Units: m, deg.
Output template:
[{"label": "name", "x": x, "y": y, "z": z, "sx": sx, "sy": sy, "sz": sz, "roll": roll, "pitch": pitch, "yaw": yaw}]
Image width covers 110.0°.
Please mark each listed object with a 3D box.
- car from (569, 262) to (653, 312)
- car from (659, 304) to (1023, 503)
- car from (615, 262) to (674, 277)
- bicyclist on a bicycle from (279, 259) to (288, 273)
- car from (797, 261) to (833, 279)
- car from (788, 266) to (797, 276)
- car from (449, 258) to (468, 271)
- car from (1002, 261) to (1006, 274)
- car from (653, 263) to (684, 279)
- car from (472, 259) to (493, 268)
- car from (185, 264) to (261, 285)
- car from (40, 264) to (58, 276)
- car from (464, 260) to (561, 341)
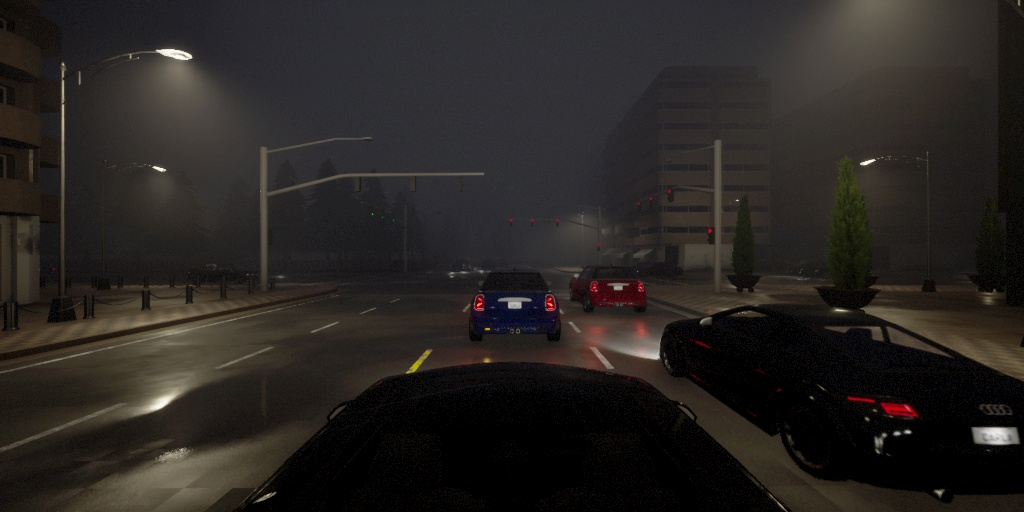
[{"label": "car", "x": 3.598, "y": 1.102, "z": 14.242, "sx": 2.097, "sy": 1.767, "sz": 4.553, "roll": 0, "pitch": 0, "yaw": 0}, {"label": "car", "x": 3.606, "y": 1.314, "z": 4.687, "sx": 1.994, "sy": 1.385, "sz": 4.181, "roll": 0, "pitch": 0, "yaw": 0}, {"label": "car", "x": 13.478, "y": 1.353, "z": 36.772, "sx": 5.357, "sy": 1.411, "sz": 2.033, "roll": 0, "pitch": 0, "yaw": 3}, {"label": "bicyclist on a bicycle", "x": -25.635, "y": 1.106, "z": 40.208, "sx": 0.582, "sy": 1.620, "sz": 1.656, "roll": 0, "pitch": 0, "yaw": 0}, {"label": "car", "x": 29.882, "y": 1.283, "z": 33.171, "sx": 5.008, "sy": 1.535, "sz": 1.882, "roll": 0, "pitch": 0, "yaw": 0}, {"label": "car", "x": 31.027, "y": 1.310, "z": 36.676, "sx": 4.892, "sy": 1.490, "sz": 1.837, "roll": 0, "pitch": 0, "yaw": 0}, {"label": "car", "x": -6.924, "y": 1.103, "z": 47.773, "sx": 2.097, "sy": 1.767, "sz": 4.553, "roll": 0, "pitch": 0, "yaw": 2}, {"label": "car", "x": 52.786, "y": 1.012, "z": 36.675, "sx": 5.566, "sy": 2.045, "sz": 2.150, "roll": 0, "pitch": 0, "yaw": 0}, {"label": "car", "x": 13.343, "y": 1.331, "z": 33.099, "sx": 4.674, "sy": 1.442, "sz": 1.812, "roll": 0, "pitch": 0, "yaw": 0}, {"label": "car", "x": -5.166, "y": 1.297, "z": 64.166, "sx": 2.033, "sy": 1.411, "sz": 5.357, "roll": 0, "pitch": 0, "yaw": 16}, {"label": "car", "x": -20.480, "y": 1.297, "z": 25.747, "sx": 4.902, "sy": 1.511, "sz": 2.128, "roll": 0, "pitch": 0, "yaw": 0}, {"label": "car", "x": -49.538, "y": 1.353, "z": 36.265, "sx": 5.357, "sy": 1.411, "sz": 2.033, "roll": 0, "pitch": 0, "yaw": 0}, {"label": "car", "x": 0.078, "y": 1.102, "z": 10.012, "sx": 2.097, "sy": 1.767, "sz": 4.553, "roll": 0, "pitch": 0, "yaw": 0}]
